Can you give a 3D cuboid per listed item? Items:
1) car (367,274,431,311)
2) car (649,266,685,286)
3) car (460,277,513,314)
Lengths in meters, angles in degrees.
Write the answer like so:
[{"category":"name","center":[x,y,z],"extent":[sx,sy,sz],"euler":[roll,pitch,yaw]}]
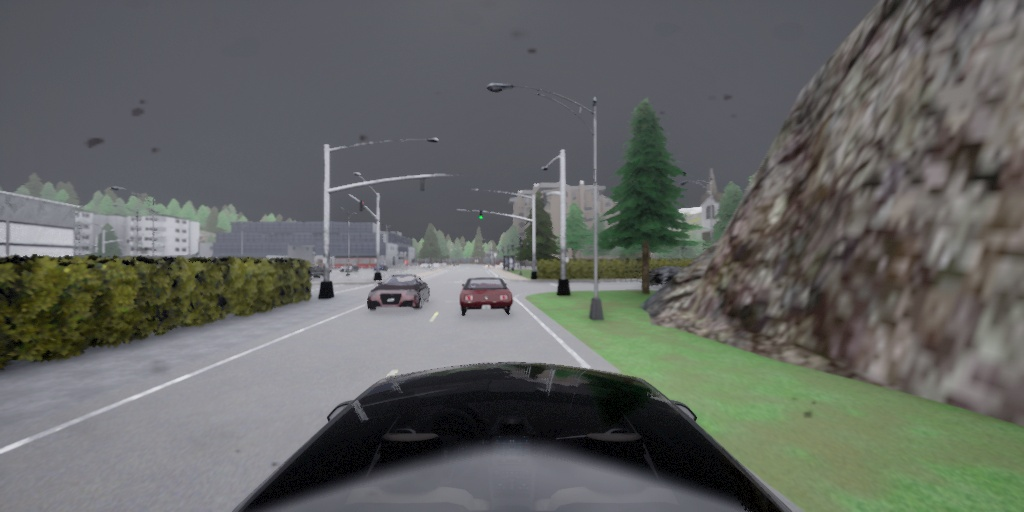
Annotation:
[{"category":"car","center":[-4.755,1.503,15.593],"extent":[1.994,1.385,4.181],"euler":[0,-1,-5]},{"category":"car","center":[12.118,1.491,26.121],"extent":[4.902,1.511,2.128],"euler":[0,-1,-5]},{"category":"car","center":[-1.110,1.513,14.656],"extent":[1.895,1.301,4.718],"euler":[0,-1,-6]}]
